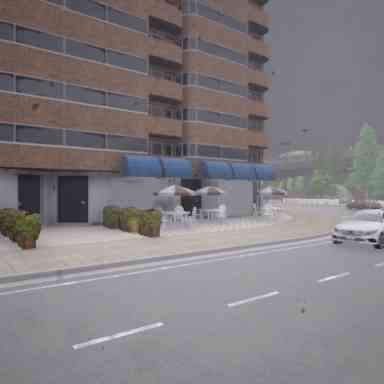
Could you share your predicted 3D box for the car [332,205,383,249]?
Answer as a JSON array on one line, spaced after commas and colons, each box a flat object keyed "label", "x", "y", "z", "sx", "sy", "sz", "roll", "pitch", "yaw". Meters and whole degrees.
[{"label": "car", "x": 7.917, "y": 1.523, "z": 14.644, "sx": 4.674, "sy": 1.442, "sz": 1.812, "roll": 0, "pitch": 0, "yaw": -43}]

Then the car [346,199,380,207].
[{"label": "car", "x": 21.144, "y": 1.558, "z": 41.140, "sx": 1.994, "sy": 1.385, "sz": 4.181, "roll": 0, "pitch": 0, "yaw": -16}]
